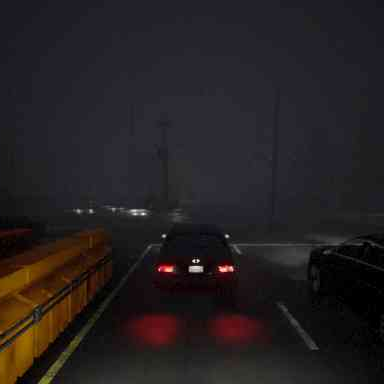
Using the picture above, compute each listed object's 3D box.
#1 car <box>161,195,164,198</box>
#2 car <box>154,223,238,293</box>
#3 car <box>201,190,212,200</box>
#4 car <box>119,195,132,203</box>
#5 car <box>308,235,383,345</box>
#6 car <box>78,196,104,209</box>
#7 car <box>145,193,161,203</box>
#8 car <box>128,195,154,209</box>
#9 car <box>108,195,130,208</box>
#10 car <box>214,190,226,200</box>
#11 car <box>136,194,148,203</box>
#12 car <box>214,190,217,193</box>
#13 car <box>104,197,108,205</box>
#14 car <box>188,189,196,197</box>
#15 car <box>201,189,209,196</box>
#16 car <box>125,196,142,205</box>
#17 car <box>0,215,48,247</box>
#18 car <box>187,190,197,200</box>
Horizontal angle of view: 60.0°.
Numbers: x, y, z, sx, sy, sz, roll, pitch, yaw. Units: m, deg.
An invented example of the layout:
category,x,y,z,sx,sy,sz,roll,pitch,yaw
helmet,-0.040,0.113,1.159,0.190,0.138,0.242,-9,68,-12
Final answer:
category,x,y,z,sx,sy,sz,roll,pitch,yaw
car,-6.953,1.378,71.001,2.033,1.411,5.357,0,1,0
car,0.096,1.547,8.990,2.033,1.411,5.357,0,0,0
car,3.517,0.821,78.603,2.097,1.767,4.553,0,4,0
car,-13.949,1.370,69.936,1.837,1.490,4.892,0,1,0
car,3.577,1.492,5.811,2.128,1.511,4.902,0,0,0
car,-14.024,1.352,45.642,2.097,1.767,4.553,0,0,0
car,-7.001,1.215,56.209,2.150,2.045,5.566,0,1,0
car,-6.991,1.491,46.040,2.128,1.511,4.902,0,0,-1
car,-10.516,1.547,49.708,2.033,1.411,5.357,0,0,0
car,7.016,0.997,78.908,1.994,1.385,4.181,0,4,0
car,-10.450,1.345,70.034,1.882,1.535,5.008,0,1,0
car,6.979,0.138,88.563,1.837,1.490,4.892,0,7,0
car,-14.002,1.547,55.390,2.033,1.411,5.357,0,0,0
car,-0.021,0.116,88.533,1.882,1.535,5.008,0,7,0
car,3.479,0.190,88.555,1.994,1.385,4.181,0,7,0
car,-10.492,1.547,59.774,2.033,1.411,5.357,0,0,0
car,-7.080,1.547,11.952,2.033,1.411,5.357,0,0,0
car,0.018,0.970,78.509,1.837,1.490,4.892,0,4,0
